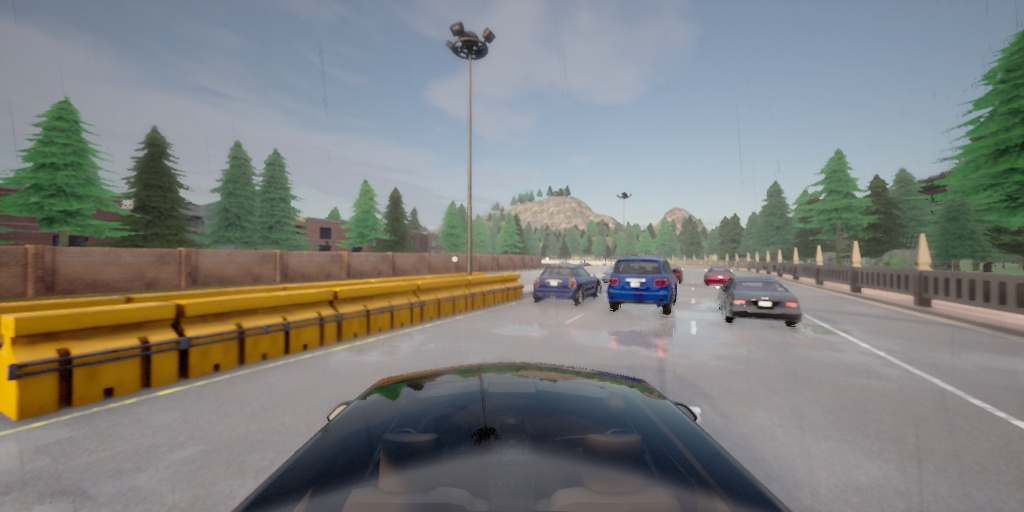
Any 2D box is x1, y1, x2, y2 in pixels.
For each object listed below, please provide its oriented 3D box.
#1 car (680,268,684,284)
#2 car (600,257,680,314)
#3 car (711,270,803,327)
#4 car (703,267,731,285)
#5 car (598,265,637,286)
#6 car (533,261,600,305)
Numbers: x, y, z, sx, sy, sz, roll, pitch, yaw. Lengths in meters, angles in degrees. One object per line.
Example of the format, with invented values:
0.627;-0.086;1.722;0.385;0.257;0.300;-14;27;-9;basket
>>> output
13.191;1.425;29.995;1.882;1.535;5.008;0;0;27;car
5.403;1.062;14.541;2.150;2.045;5.566;0;0;27;car
8.069;1.373;12.068;2.033;1.411;5.357;0;0;27;car
15.845;1.498;27.496;1.994;1.385;4.181;0;0;27;car
8.529;1.482;28.584;2.033;1.411;5.357;0;0;27;car
2.741;1.205;17.011;2.097;1.767;4.553;0;0;27;car
